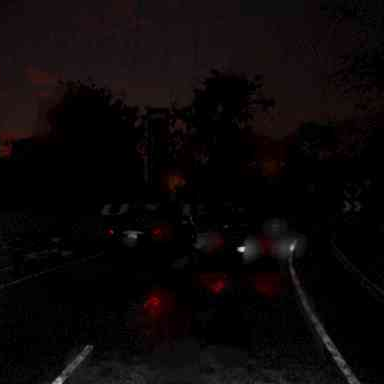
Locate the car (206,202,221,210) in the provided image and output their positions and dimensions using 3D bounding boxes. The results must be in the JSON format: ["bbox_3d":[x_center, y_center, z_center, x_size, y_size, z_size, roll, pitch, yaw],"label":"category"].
[{"bbox_3d":[4.258,2.721,63.402,4.902,1.511,2.128,0,-1,23],"label":"car"}]

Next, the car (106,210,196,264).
[{"bbox_3d":[-1.296,1.437,12.392,2.097,1.767,4.553,0,-1,15],"label":"car"}]

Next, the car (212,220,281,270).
[{"bbox_3d":[1.975,1.632,11.386,1.994,1.385,4.181,-1,-1,15],"label":"car"}]

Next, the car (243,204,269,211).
[{"bbox_3d":[11.857,2.691,62.102,5.008,1.535,1.882,-1,-2,44],"label":"car"}]
